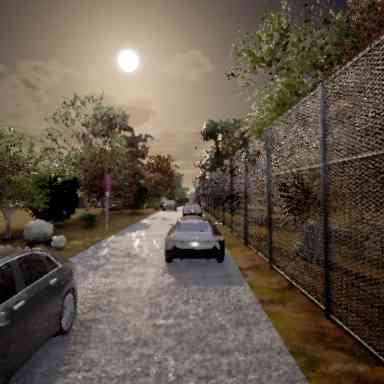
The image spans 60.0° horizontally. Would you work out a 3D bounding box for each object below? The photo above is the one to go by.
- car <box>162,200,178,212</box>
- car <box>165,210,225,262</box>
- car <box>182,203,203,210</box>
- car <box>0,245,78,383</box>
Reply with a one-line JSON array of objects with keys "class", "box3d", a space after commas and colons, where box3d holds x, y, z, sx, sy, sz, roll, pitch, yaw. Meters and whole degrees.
[{"class": "car", "box3d": [-2.992, 1.891, 45.238, 1.837, 1.490, 4.892, 0, -1, 0]}, {"class": "car", "box3d": [0.083, 1.586, 12.243, 1.994, 1.385, 4.181, 0, 0, 0]}, {"class": "car", "box3d": [0.027, 1.706, 30.805, 2.033, 1.411, 5.357, 0, -1, 0]}, {"class": "car", "box3d": [-2.855, 1.508, 3.870, 1.837, 1.490, 4.892, 0, 0, 0]}]
